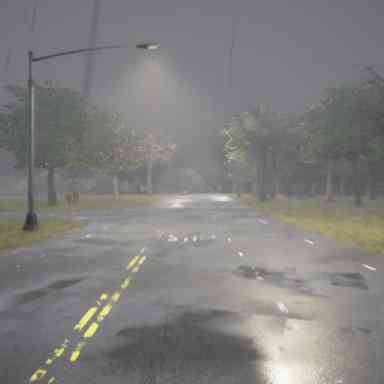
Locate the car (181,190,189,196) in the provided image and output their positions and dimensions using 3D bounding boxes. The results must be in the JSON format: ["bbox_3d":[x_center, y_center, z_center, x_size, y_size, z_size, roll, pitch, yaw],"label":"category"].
[{"bbox_3d":[-1.685,0.287,82.133,1.994,1.385,4.181,0,1,2],"label":"car"}]
